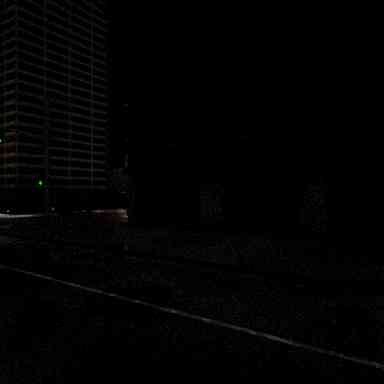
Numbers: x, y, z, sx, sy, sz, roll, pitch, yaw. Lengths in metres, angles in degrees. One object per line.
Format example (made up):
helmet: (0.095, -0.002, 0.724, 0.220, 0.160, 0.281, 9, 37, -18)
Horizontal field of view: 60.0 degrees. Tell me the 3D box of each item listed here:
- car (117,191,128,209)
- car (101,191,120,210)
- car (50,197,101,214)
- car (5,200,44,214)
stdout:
car: (-6.798, 1.221, 44.384, 2.150, 2.045, 5.566, 0, 0, 36)
car: (-10.946, 1.221, 44.578, 2.150, 2.045, 5.566, 0, 0, 35)
car: (-12.762, 1.491, 35.904, 2.128, 1.511, 4.902, 0, 0, 35)
car: (-17.074, 1.547, 35.855, 2.033, 1.411, 5.357, 0, 0, 35)
